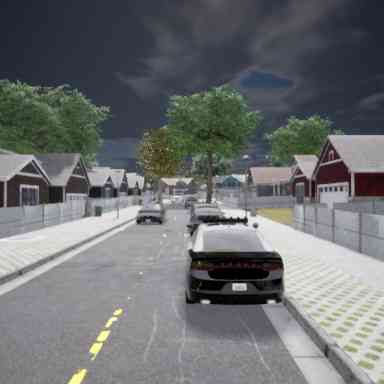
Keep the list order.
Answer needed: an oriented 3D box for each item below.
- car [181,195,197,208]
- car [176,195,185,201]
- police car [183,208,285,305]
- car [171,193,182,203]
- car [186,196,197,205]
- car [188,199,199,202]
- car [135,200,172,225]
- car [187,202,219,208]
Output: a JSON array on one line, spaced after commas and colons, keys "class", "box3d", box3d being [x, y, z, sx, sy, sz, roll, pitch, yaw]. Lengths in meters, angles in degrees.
[{"class": "car", "box3d": [-0.040, 1.476, 46.094, 2.128, 1.511, 4.902, 0, 0, 0]}, {"class": "car", "box3d": [-2.887, 1.487, 85.985, 2.128, 1.511, 4.902, 0, 0, 0]}, {"class": "police car", "box3d": [0.811, 1.426, 8.295, 1.930, 1.638, 5.238, 0, 0, 0]}, {"class": "car", "box3d": [-2.884, 1.207, 65.855, 2.150, 2.045, 5.566, 0, 0, 1]}, {"class": "car", "box3d": [-0.096, 1.509, 60.490, 1.812, 1.442, 4.674, 0, 0, 0]}, {"class": "car", "box3d": [0.786, 1.500, 24.190, 1.837, 1.490, 4.892, 0, 0, 0]}, {"class": "car", "box3d": [-2.891, 1.542, 24.592, 2.033, 1.411, 5.357, 0, 0, 0]}, {"class": "car", "box3d": [0.795, 1.503, 18.188, 1.837, 1.490, 4.892, 0, 0, 0]}]
